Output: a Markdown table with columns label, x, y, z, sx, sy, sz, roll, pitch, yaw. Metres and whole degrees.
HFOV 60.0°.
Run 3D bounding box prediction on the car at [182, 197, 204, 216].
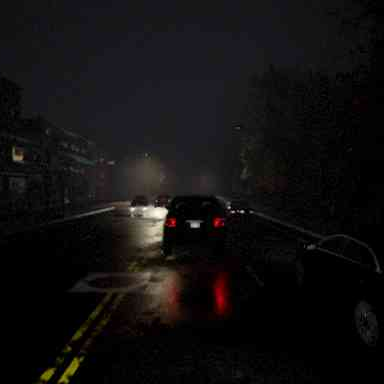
| label | x | y | z | sx | sy | sz | roll | pitch | yaw |
| --- | --- | --- | --- | --- | --- | --- | --- | --- | --- |
| car | 0.094 | 1.261 | 30.753 | 1.837 | 1.490 | 4.892 | 0 | 0 | 0 |

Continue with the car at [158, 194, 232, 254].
| label | x | y | z | sx | sy | sz | roll | pitch | yaw |
| --- | --- | --- | --- | --- | --- | --- | --- | --- | --- |
| car | 0.097 | 1.117 | 13.151 | 2.150 | 2.045 | 5.566 | 0 | 0 | 0 |

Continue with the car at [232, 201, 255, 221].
| label | x | y | z | sx | sy | sz | roll | pitch | yaw |
| --- | --- | --- | --- | --- | --- | --- | --- | --- | --- |
| car | 3.344 | 1.352 | 24.676 | 2.033 | 1.411 | 5.357 | 0 | 0 | 0 |

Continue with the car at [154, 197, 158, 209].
| label | x | y | z | sx | sy | sz | roll | pitch | yaw |
| --- | --- | --- | --- | --- | --- | --- | --- | --- | --- |
| car | -3.347 | 1.035 | 39.974 | 2.097 | 1.767 | 4.553 | 0 | 1 | 0 |

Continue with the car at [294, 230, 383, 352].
| label | x | y | z | sx | sy | sz | roll | pitch | yaw |
| --- | --- | --- | --- | --- | --- | --- | --- | --- | --- |
| car | 3.348 | 1.443 | 6.064 | 2.128 | 1.511 | 4.902 | 0 | 0 | 0 |

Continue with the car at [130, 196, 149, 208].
| label | x | y | z | sx | sy | sz | roll | pitch | yaw |
| --- | --- | --- | --- | --- | --- | --- | --- | --- | --- |
| car | -6.593 | 1.188 | 42.668 | 1.812 | 1.442 | 4.674 | 0 | 0 | 0 |
